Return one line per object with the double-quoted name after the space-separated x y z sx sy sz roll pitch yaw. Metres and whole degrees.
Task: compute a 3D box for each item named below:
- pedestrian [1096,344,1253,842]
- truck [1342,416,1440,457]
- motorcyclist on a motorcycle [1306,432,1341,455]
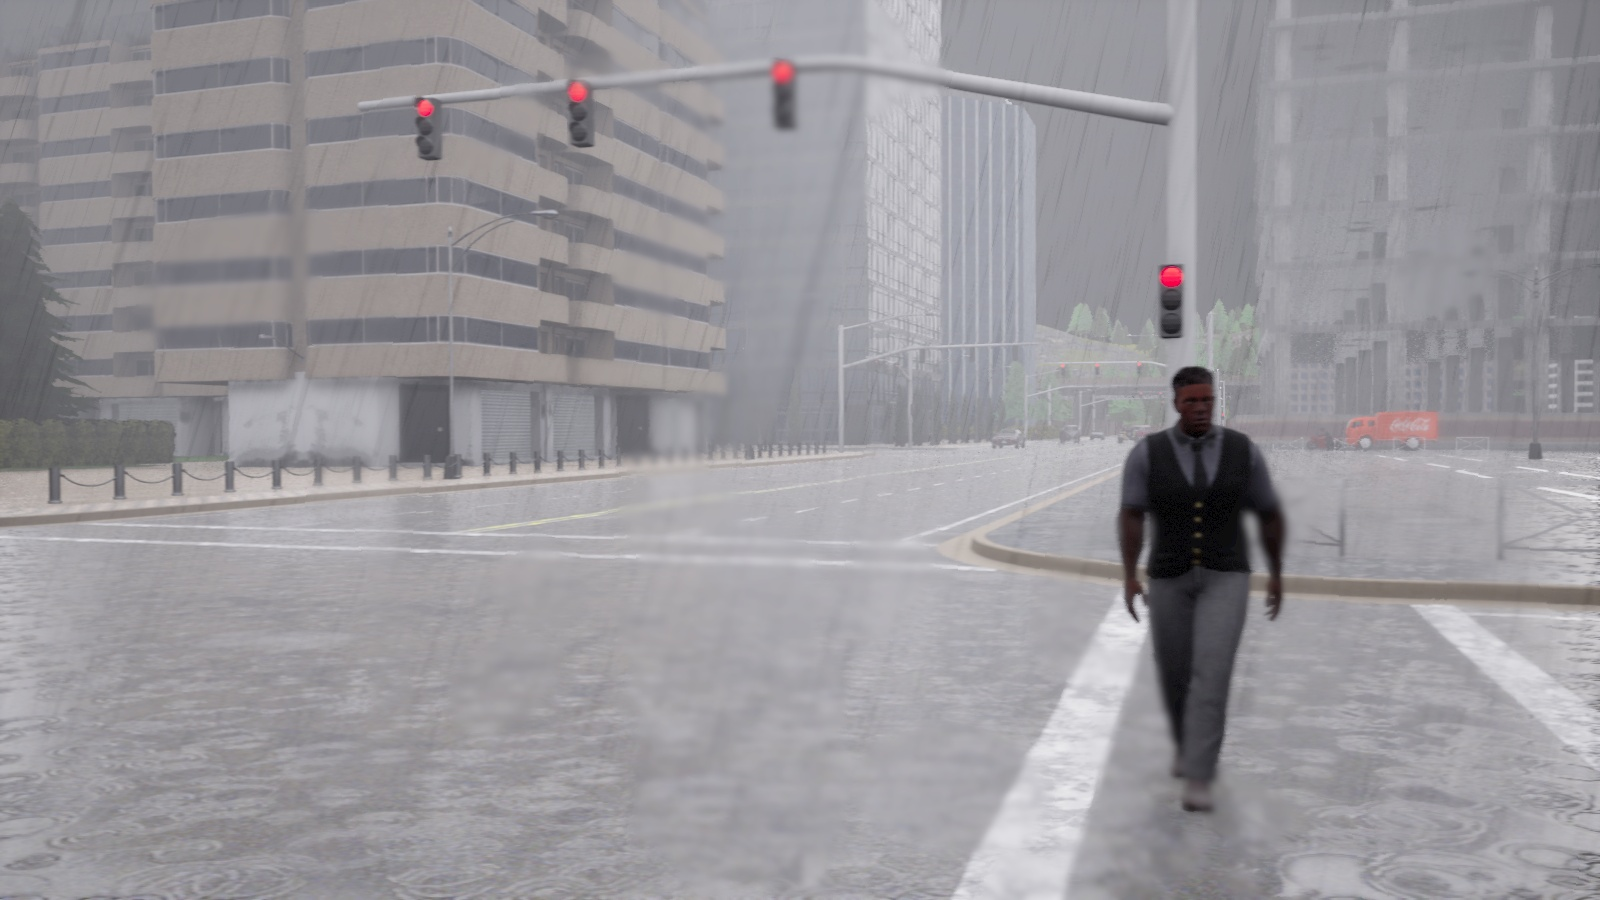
1.559 0.534 5.224 0.563 1.883 0.849 1 1 18 "pedestrian"
36.558 -0.833 77.891 5.204 2.467 2.627 1 1 18 "truck"
34.336 -0.444 82.324 2.044 1.523 0.797 1 1 18 "motorcyclist on a motorcycle"
